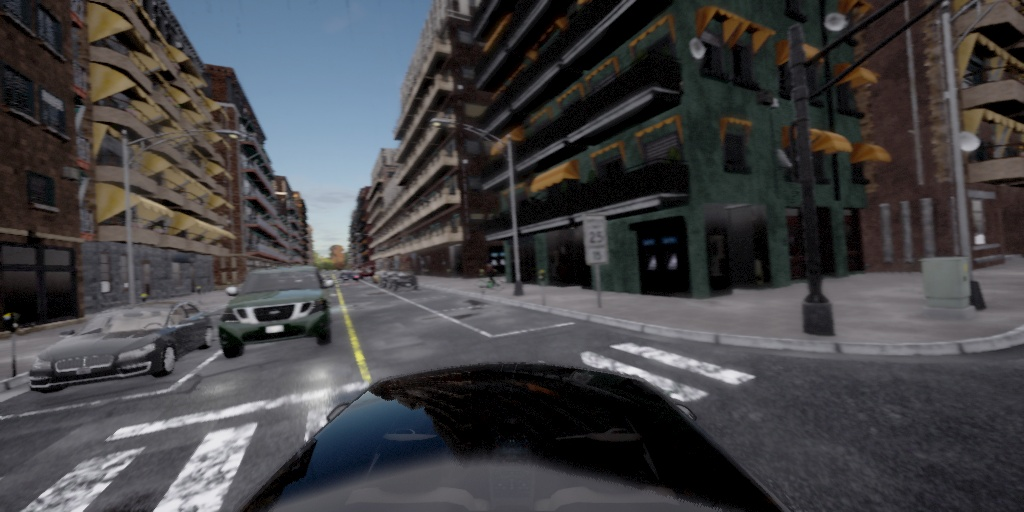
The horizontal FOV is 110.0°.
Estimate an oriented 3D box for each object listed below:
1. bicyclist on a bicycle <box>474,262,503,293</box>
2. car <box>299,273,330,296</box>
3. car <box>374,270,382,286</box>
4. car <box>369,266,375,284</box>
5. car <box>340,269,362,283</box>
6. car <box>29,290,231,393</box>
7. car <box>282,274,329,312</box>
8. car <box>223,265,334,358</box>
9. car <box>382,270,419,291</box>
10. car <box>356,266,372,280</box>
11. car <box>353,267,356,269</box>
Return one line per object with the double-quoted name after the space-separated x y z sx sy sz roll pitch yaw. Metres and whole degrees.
-1.222 1.111 18.776 1.656 1.620 0.582 -2 -1 -27 "bicyclist on a bicycle"
-15.532 2.196 28.413 1.837 1.490 4.892 -3 0 -27 "car"
-10.579 1.960 31.492 2.007 1.370 4.403 0 0 -27 "car"
-13.163 2.100 36.612 1.751 1.417 4.829 0 0 -27 "car"
-20.241 2.627 44.827 1.895 1.301 4.718 -3 0 -27 "car"
-8.032 1.731 7.865 2.007 1.370 4.403 0 0 -27 "car"
-10.924 1.865 19.261 1.882 1.535 5.008 -3 0 -27 "car"
-6.385 1.311 10.235 2.150 2.045 5.566 -3 0 -27 "car"
-8.073 1.795 26.523 2.007 1.370 4.403 0 0 -27 "car"
-20.608 2.387 51.366 2.192 1.841 5.009 0 0 -27 "car"
-24.833 2.809 53.907 1.882 1.535 5.008 -3 0 -27 "car"
